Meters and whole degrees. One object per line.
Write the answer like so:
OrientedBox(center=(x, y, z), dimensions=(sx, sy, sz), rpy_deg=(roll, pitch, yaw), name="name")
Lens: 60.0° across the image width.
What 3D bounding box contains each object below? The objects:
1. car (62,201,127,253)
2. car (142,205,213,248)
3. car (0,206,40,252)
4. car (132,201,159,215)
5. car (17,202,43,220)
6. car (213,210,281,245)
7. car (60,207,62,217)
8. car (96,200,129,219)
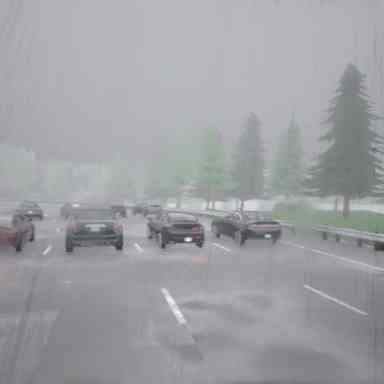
OrientedBox(center=(-4.145, 1.390, 14.173), dimensions=(2.097, 1.767, 4.553), rpy_deg=(1, -1, -17), name="car")
OrientedBox(center=(-0.866, 1.604, 15.385), dimensions=(1.837, 1.490, 4.892), rpy_deg=(1, 0, -17), name="car")
OrientedBox(center=(-7.601, 1.510, 13.467), dimensions=(1.812, 1.442, 4.674), rpy_deg=(1, 0, -17), name="car")
OrientedBox(center=(-4.519, 1.660, 33.115), dimensions=(2.128, 1.511, 4.902), rpy_deg=(1, 0, -29), name="car")
OrientedBox(center=(-13.753, 1.561, 28.114), dimensions=(1.994, 1.385, 4.181), rpy_deg=(1, 0, -29), name="car")
OrientedBox(center=(2.491, 1.645, 16.375), dimensions=(2.128, 1.511, 4.902), rpy_deg=(1, 0, -17), name="car")
OrientedBox(center=(-10.531, 1.602, 29.544), dimensions=(2.033, 1.411, 5.357), rpy_deg=(1, 0, -28), name="car")
OrientedBox(center=(-7.606, 1.618, 31.466), dimensions=(1.837, 1.490, 4.892), rpy_deg=(1, 0, -29), name="car")
